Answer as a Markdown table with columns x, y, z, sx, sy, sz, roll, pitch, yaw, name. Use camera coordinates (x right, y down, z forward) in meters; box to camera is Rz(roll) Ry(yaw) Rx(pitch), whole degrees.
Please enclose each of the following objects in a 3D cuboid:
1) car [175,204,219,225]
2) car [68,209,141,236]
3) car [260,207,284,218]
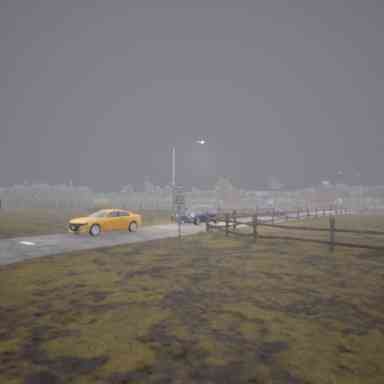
| x | y | z | sx | sy | sz | roll | pitch | yaw | name |
| --- | --- | --- | --- | --- | --- | --- | --- | --- | --- |
| 0.520 | 1.976 | 29.672 | 2.097 | 1.767 | 4.553 | -1 | -2 | 35 | car |
| -5.435 | 1.860 | 21.286 | 1.882 | 1.535 | 5.008 | -1 | -2 | 35 | car |
| 10.527 | 2.613 | 43.699 | 1.994 | 1.385 | 4.181 | -1 | -2 | 36 | car |
